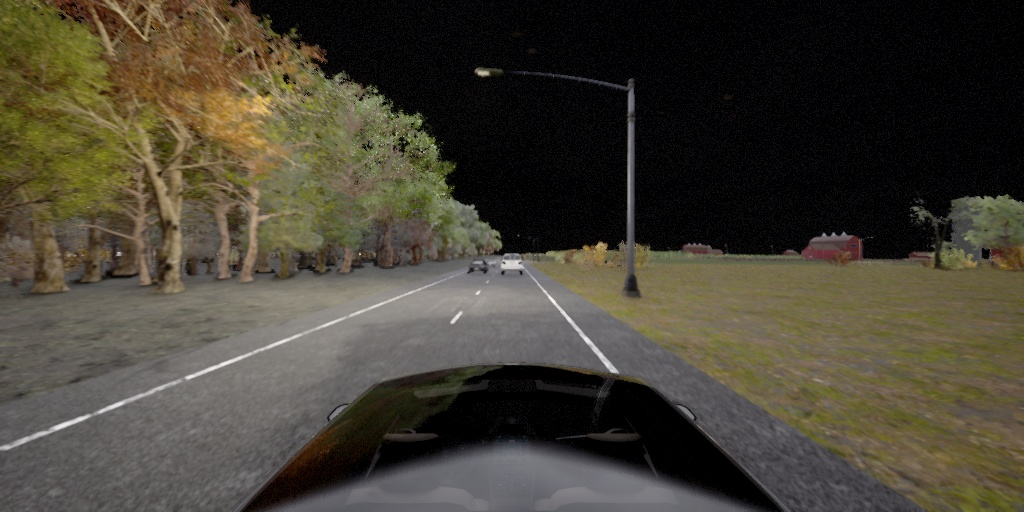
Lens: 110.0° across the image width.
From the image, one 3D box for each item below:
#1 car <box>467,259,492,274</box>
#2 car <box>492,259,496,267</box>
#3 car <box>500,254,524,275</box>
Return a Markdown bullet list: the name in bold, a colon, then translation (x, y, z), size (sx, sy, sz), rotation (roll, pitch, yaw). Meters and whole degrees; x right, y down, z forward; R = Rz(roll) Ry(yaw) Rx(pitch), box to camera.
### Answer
- **car**: translation (-3.480, 1.065, 37.676), size (1.812, 1.442, 4.674), rotation (0, 1, 0)
- **car**: translation (-3.429, 1.033, 54.913), size (1.895, 1.301, 4.718), rotation (0, 0, 0)
- **car**: translation (0.008, 0.772, 36.186), size (2.150, 2.045, 5.566), rotation (0, 1, 0)
